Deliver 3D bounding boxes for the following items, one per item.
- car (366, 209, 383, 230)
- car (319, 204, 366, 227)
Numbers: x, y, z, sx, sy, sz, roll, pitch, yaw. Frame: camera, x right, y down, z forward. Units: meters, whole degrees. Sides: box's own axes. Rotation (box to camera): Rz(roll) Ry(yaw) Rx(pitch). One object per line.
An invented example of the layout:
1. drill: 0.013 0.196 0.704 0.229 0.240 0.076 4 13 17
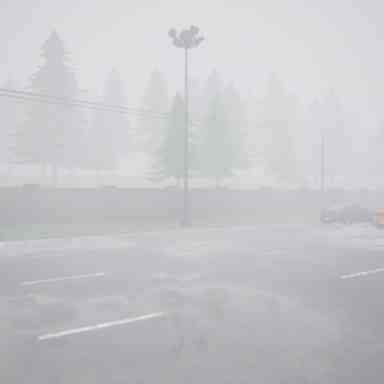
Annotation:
1. car: 12.991 1.488 19.957 5.008 1.535 1.882 0 0 -30
2. car: 10.709 1.530 22.687 4.674 1.442 1.812 0 0 -30
